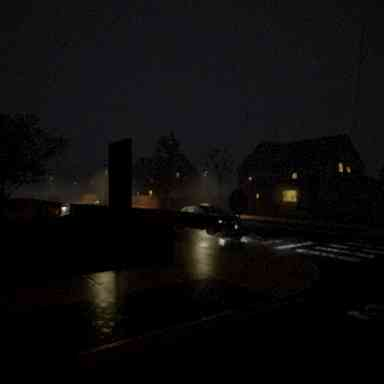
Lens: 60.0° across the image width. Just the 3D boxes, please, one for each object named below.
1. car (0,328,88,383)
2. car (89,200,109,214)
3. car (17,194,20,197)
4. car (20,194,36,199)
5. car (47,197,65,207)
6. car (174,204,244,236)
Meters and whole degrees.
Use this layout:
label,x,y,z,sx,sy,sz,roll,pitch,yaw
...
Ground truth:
label,x,y,z,sx,sy,sz,roll,pitch,yaw
car,-2.738,1.489,0.989,4.902,1.511,2.128,0,0,-36
car,-8.192,1.456,31.025,1.994,1.385,4.181,0,0,-36
car,-43.287,1.118,84.622,1.812,1.442,4.674,0,0,-36
car,-37.196,1.275,76.167,2.033,1.411,5.357,0,0,-36
car,-19.216,1.373,46.494,1.812,1.442,4.674,0,0,-36
car,0.798,1.453,18.534,2.128,1.511,4.902,0,0,-36
